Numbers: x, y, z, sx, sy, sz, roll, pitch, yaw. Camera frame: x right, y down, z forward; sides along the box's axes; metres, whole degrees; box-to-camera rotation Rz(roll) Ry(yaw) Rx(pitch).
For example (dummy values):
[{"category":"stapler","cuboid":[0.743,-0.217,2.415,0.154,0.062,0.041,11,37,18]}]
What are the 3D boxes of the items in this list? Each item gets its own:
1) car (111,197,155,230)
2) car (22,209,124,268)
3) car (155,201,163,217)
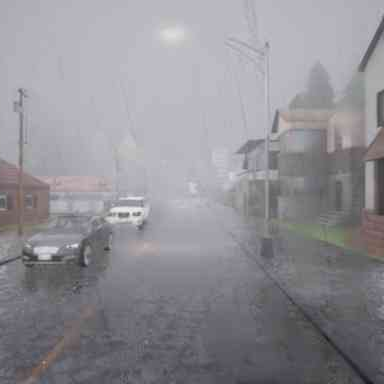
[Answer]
[{"category":"car","cuboid":[-4.078,1.346,22.429,2.150,2.045,5.566,0,0,-1]},{"category":"car","cuboid":[-4.076,1.557,11.694,2.128,1.511,4.902,0,0,0]},{"category":"car","cuboid":[-4.038,1.663,33.598,1.882,1.535,5.008,0,0,0]}]
